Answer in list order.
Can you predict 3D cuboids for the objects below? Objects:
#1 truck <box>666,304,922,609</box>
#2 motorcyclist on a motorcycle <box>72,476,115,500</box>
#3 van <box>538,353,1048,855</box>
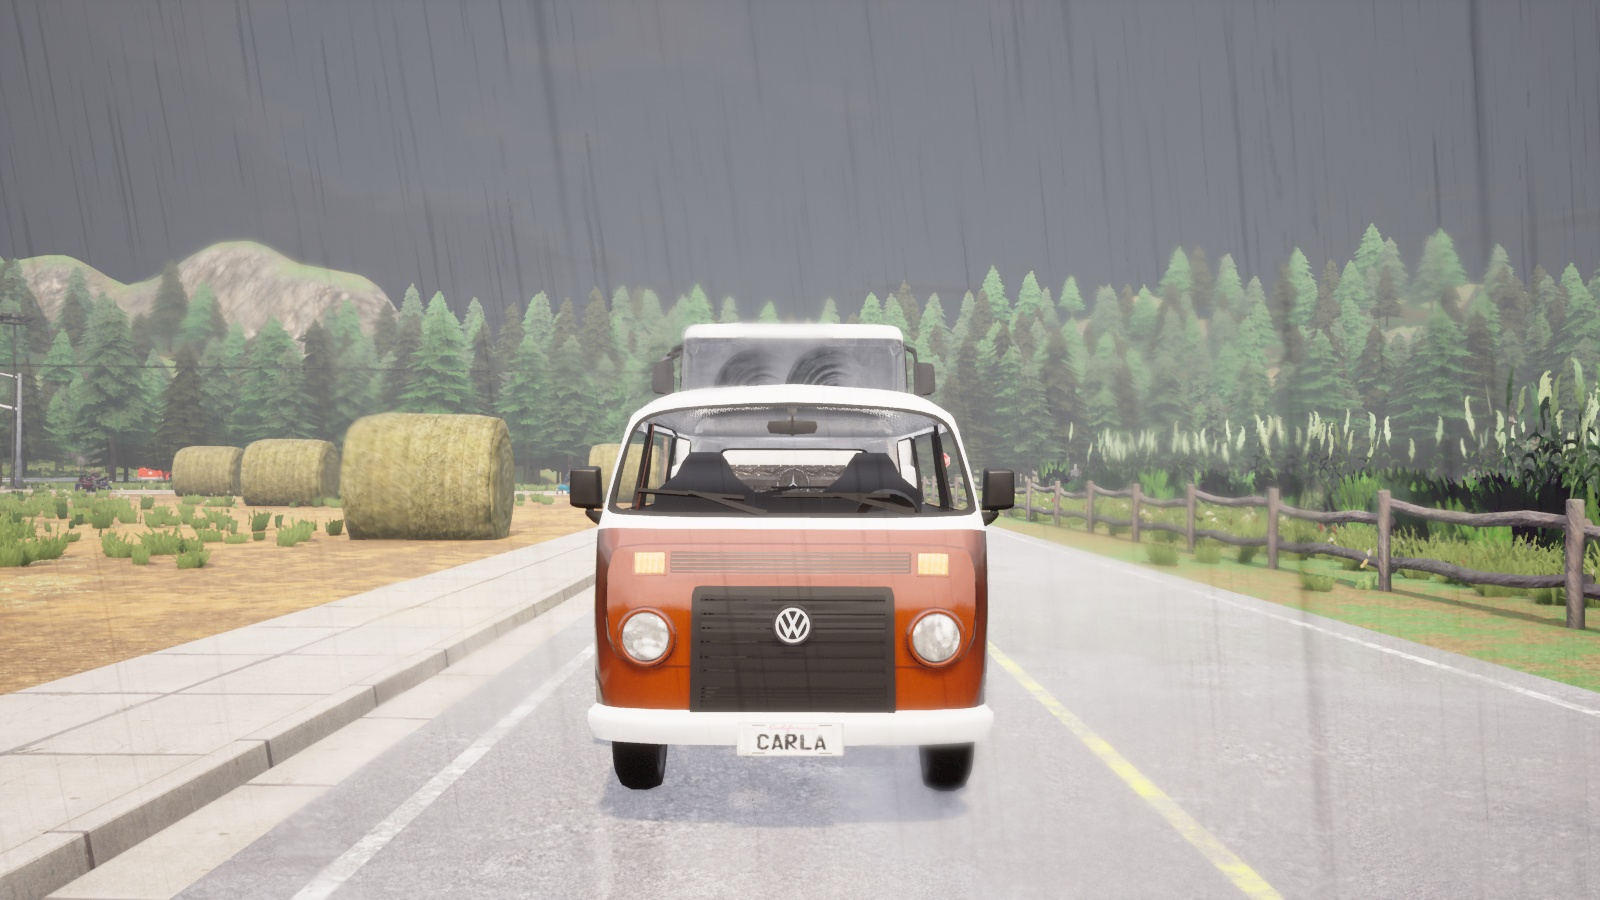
[{"bbox_3d":[-0.089,0.139,18.252,2.891,3.462,7.936,0,-1,0],"label":"truck"},{"bbox_3d":[-44.225,2.378,78.594,2.191,1.530,0.866,0,-1,-3],"label":"motorcyclist on a motorcycle"},{"bbox_3d":[-0.037,0.662,7.364,2.069,2.038,4.480,0,-1,0],"label":"van"}]
